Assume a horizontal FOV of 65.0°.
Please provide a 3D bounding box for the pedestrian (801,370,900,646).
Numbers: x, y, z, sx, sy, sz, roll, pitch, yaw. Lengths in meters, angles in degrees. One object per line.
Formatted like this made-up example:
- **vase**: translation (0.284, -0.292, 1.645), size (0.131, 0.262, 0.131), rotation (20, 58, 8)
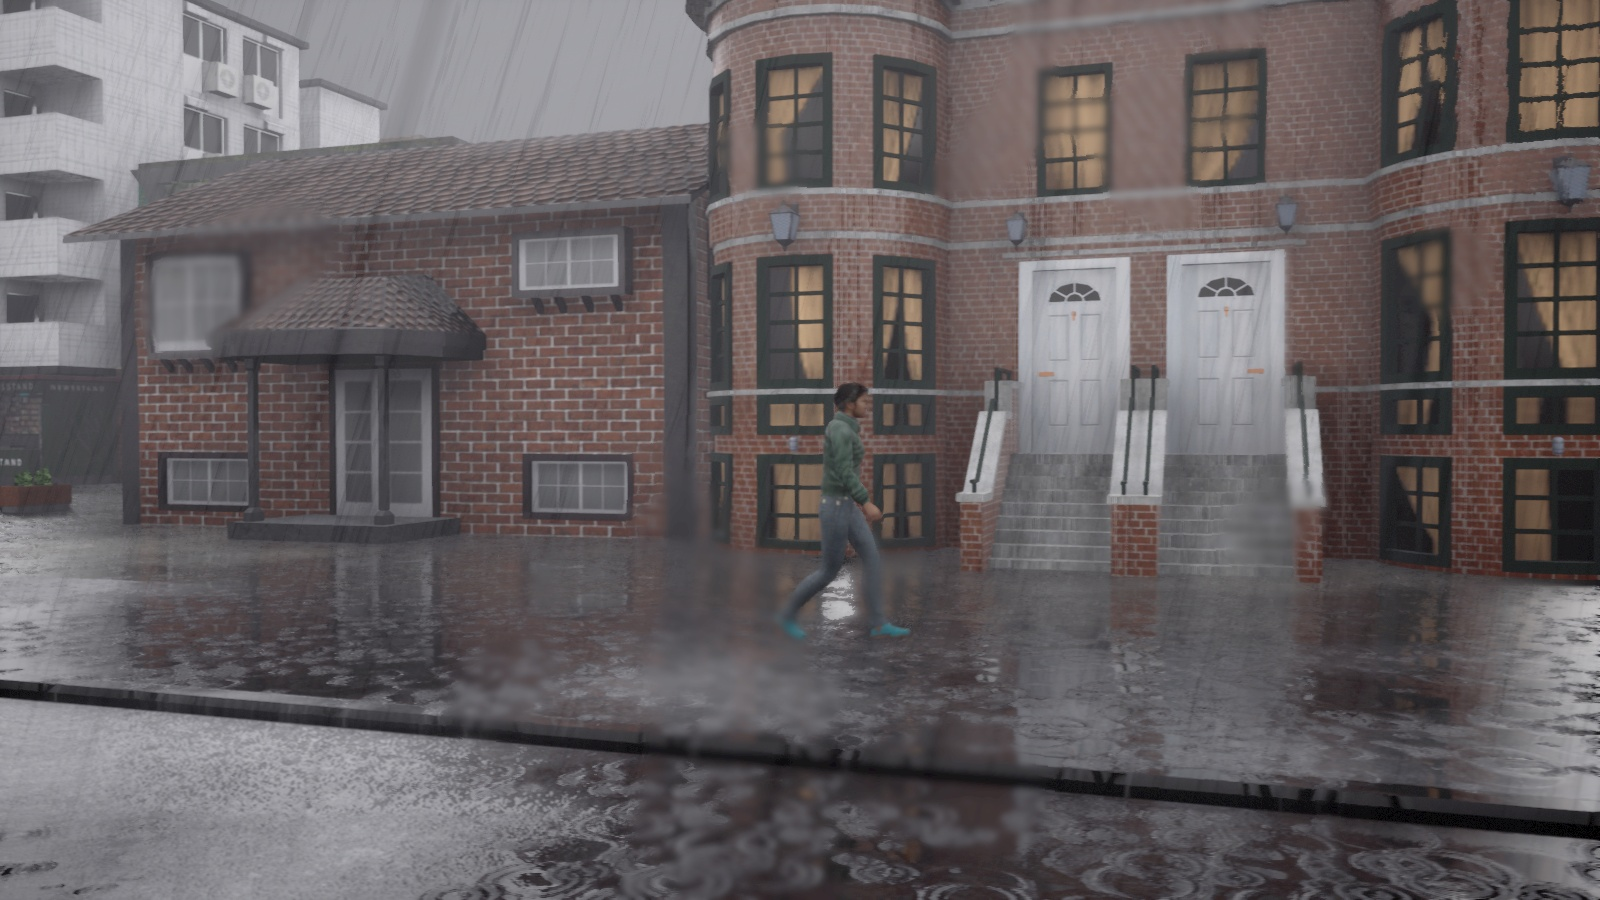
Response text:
- **pedestrian**: translation (0.349, 0.387, 8.632), size (0.614, 1.847, 0.353), rotation (1, 1, 12)
